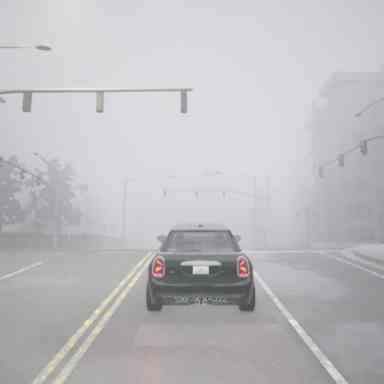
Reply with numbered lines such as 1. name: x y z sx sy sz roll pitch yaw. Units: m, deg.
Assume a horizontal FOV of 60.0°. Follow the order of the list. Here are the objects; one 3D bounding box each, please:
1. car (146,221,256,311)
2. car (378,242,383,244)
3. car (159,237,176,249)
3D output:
1. car: 0.180 1.493 8.224 2.097 1.767 4.553 0 -1 0
2. car: 17.228 4.293 26.260 4.892 1.490 1.837 4 -10 1
3. car: -3.059 6.539 42.470 1.837 1.490 4.892 0 -10 1
